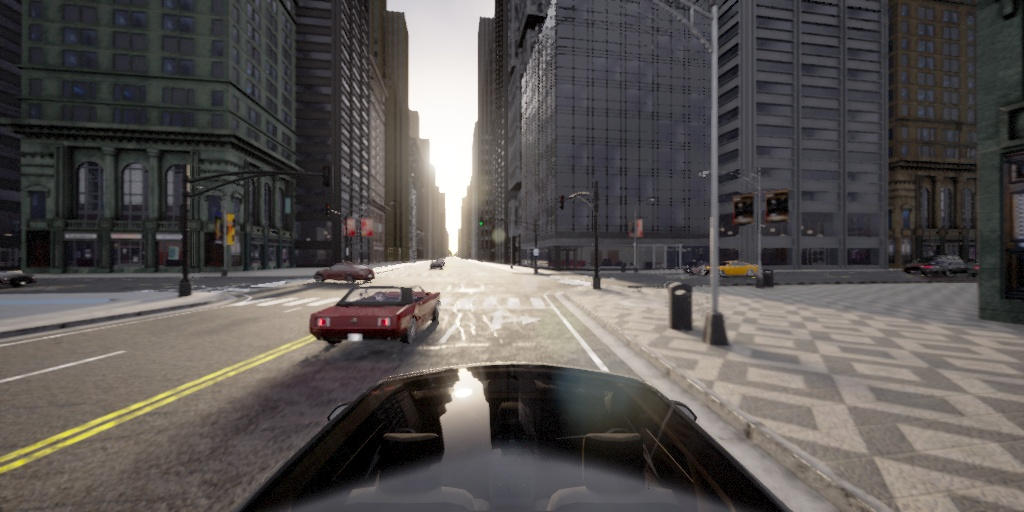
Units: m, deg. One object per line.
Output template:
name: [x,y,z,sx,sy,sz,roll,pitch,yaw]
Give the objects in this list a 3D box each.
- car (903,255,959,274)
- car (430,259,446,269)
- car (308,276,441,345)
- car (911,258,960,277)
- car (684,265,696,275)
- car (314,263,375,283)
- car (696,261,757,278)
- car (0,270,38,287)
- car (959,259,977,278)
car: [44.159,1.067,37.915,4.553,1.767,2.097,0,0,-9]
car: [-11.557,1.373,55.031,1.895,1.301,4.718,0,0,-9]
car: [-3.154,1.351,9.425,1.895,1.301,4.718,0,0,0]
car: [41.568,1.207,34.158,4.902,1.511,2.128,0,0,-9]
car: [20.155,1.307,37.275,4.181,1.385,1.994,0,0,-9]
car: [-12.505,1.276,26.850,4.674,1.442,1.812,0,-1,19]
car: [20.621,1.217,34.060,5.008,1.535,1.882,0,0,-9]
car: [-32.741,1.285,21.650,5.357,1.411,2.033,0,0,-9]
car: [42.262,1.201,30.961,4.902,1.511,2.128,0,0,-9]
